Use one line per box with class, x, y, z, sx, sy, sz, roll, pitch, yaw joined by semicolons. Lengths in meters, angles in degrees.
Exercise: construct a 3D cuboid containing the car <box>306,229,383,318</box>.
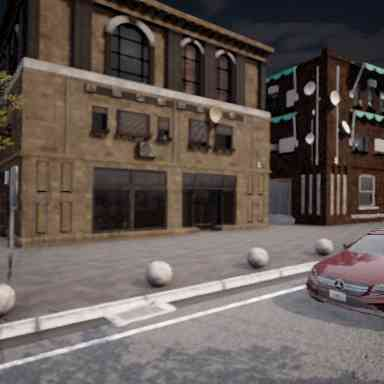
car;4.446;1.534;7.072;4.674;1.442;1.812;0;0;-34
